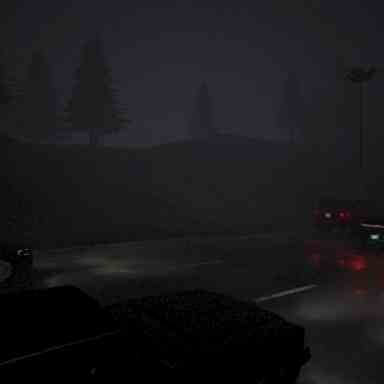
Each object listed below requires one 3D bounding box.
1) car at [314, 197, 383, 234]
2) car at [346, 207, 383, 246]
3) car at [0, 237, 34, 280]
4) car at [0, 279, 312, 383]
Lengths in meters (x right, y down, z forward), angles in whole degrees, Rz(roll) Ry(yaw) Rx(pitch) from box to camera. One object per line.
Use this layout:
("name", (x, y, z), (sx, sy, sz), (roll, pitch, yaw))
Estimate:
("car", (9.270, 1.321, 18.927), (5.566, 2.045, 2.150), (1, 0, -36))
("car", (9.181, 1.578, 14.555), (4.902, 1.511, 2.128), (0, 0, -36))
("car", (-6.442, 1.469, 7.741), (5.008, 1.535, 1.882), (0, 0, -35))
("car", (-1.050, 1.604, 2.990), (4.718, 1.301, 1.895), (0, 0, -35))
